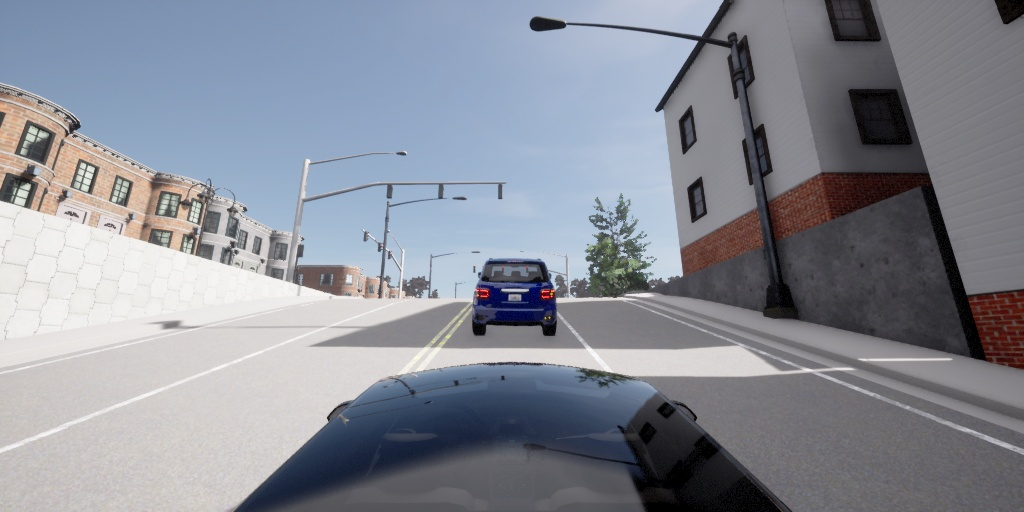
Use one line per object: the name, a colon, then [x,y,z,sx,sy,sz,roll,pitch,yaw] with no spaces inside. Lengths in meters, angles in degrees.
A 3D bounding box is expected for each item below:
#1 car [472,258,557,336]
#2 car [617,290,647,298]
car: [0.077,1.097,11.026,2.150,2.045,5.566,1,-1,0]
car: [11.216,3.601,29.799,4.892,1.490,1.837,-1,-13,2]
